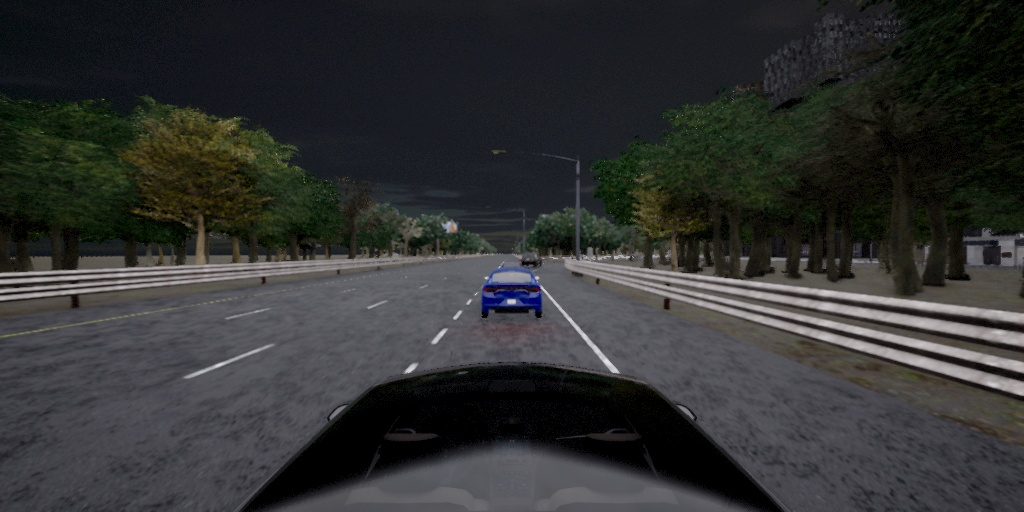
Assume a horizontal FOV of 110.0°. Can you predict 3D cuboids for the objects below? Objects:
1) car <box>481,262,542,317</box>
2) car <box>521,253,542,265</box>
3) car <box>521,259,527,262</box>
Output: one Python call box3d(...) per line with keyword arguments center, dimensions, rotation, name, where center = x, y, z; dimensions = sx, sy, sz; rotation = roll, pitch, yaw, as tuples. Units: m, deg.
box3d(center=(-0.008, 1.150, 12.772), dimensions=(1.882, 1.535, 5.008), rotation=(0, 0, 0), name="car")
box3d(center=(2.772, 0.560, 50.091), dimensions=(2.150, 2.045, 5.566), rotation=(0, 0, 15), name="car")
box3d(center=(0.023, 1.114, 29.352), dimensions=(1.895, 1.301, 4.718), rotation=(0, 0, 1), name="car")
